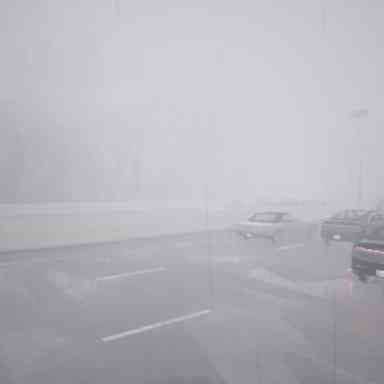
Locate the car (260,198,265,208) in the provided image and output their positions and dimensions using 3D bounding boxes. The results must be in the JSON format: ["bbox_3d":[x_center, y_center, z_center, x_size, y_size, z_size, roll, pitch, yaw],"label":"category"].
[{"bbox_3d":[9.907,1.526,45.964,2.128,1.511,4.902,0,0,42],"label":"car"}]

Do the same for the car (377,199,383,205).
[{"bbox_3d":[16.648,1.356,27.445,4.553,1.767,2.097,0,0,-45],"label":"car"}]

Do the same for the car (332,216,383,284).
[{"bbox_3d":[5.894,1.492,8.432,4.902,1.511,2.128,0,0,-38],"label":"car"}]

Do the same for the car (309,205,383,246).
[{"bbox_3d":[7.365,1.496,14.165,4.902,1.511,2.128,0,0,-40],"label":"car"}]

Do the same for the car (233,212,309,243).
[{"bbox_3d":[4.226,1.612,16.091,4.718,1.301,1.895,0,0,-40],"label":"car"}]

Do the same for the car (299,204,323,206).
[{"bbox_3d":[14.862,1.585,41.032,1.994,1.385,4.181,0,0,42],"label":"car"}]
